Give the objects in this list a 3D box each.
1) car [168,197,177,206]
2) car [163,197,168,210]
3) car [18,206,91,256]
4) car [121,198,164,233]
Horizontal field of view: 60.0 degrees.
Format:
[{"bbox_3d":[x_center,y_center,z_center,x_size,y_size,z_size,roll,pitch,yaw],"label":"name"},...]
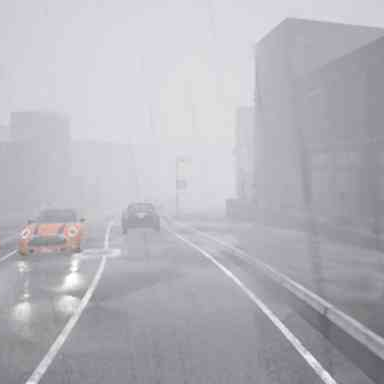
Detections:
[{"bbox_3d":[-4.169,1.572,56.460,1.882,1.535,5.008,2,1,24],"label":"car"},{"bbox_3d":[-4.608,1.458,40.707,2.097,1.767,4.553,0,0,5],"label":"car"},{"bbox_3d":[-5.423,1.428,13.624,2.097,1.767,4.553,-1,0,-11],"label":"car"},{"bbox_3d":[-3.202,1.374,20.370,2.097,1.767,4.553,-1,0,-11],"label":"car"}]
